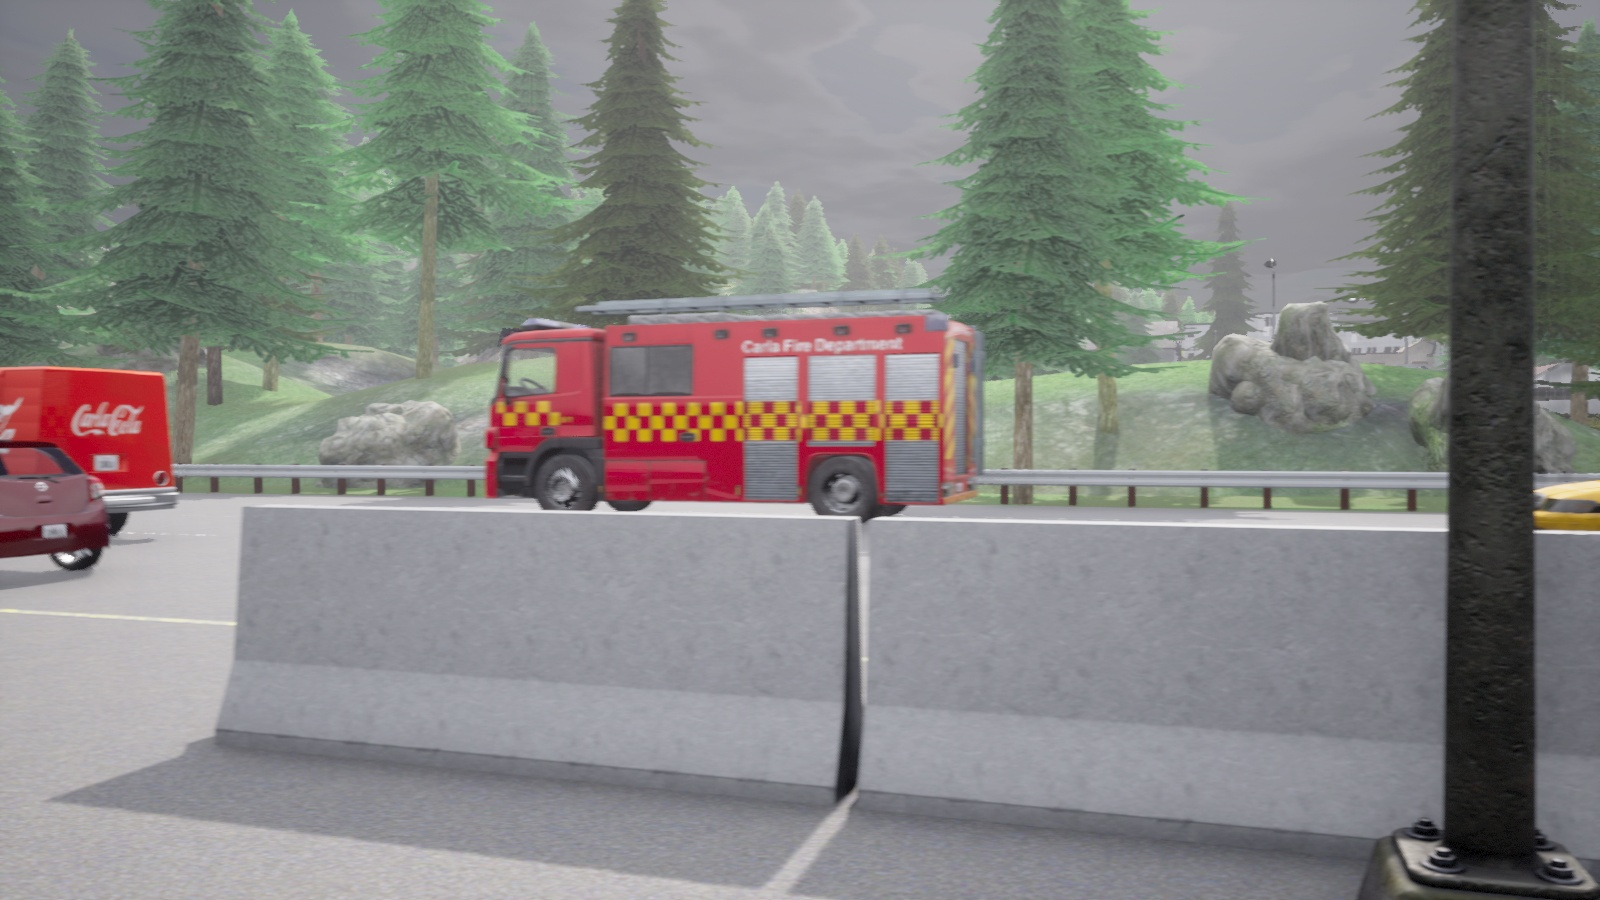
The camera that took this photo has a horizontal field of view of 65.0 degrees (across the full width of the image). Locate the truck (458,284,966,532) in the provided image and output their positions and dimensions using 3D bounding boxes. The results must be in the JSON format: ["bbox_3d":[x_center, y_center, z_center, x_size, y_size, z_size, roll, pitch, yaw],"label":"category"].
[{"bbox_3d":[-1.550,-0.699,22.160,8.468,3.827,2.891,0,1,19],"label":"truck"}]

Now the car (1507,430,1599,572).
[{"bbox_3d":[11.216,0.581,14.188,5.366,1.575,1.801,1,1,19],"label":"car"}]

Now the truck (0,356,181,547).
[{"bbox_3d":[-12.139,-0.005,18.349,5.204,2.467,2.627,0,1,19],"label":"truck"}]

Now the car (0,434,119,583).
[{"bbox_3d":[-9.681,0.582,13.837,3.633,1.501,1.845,0,1,19],"label":"car"}]
